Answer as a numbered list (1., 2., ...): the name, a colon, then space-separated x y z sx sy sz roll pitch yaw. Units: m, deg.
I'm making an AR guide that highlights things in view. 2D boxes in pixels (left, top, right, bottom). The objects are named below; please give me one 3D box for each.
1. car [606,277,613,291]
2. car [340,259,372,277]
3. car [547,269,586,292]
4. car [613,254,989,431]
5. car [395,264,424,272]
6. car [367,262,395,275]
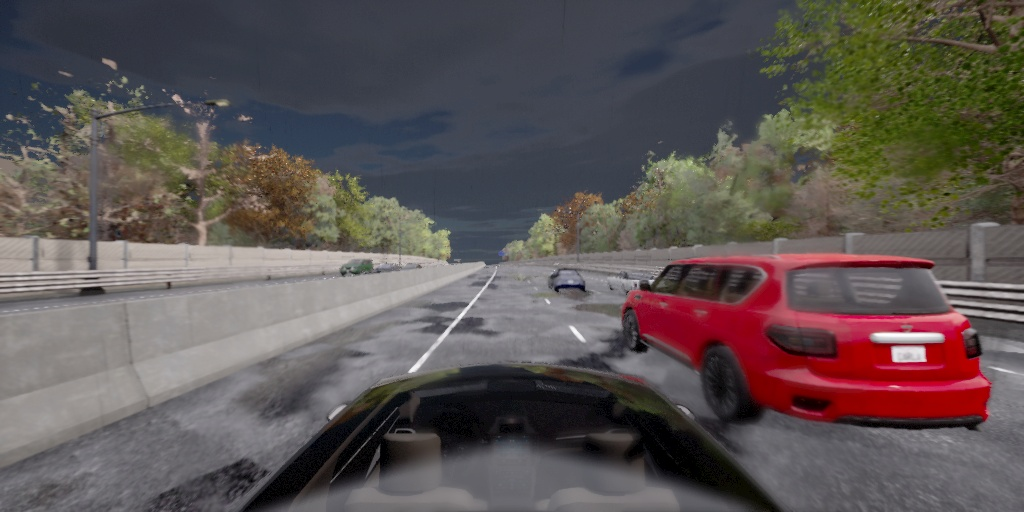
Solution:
1. car: 6.985 1.526 20.930 1.895 1.301 4.718 0 -1 -1
2. car: -18.046 1.353 42.107 2.150 2.045 5.566 0 -1 -1
3. car: 3.455 1.512 23.274 1.994 1.385 4.181 0 -1 -1
4. car: 3.589 1.009 5.931 2.150 2.045 5.566 0 -1 0
5. car: -11.009 1.609 39.661 1.837 1.490 4.892 0 -1 -1
6. car: -14.540 1.673 41.761 2.033 1.411 5.357 0 -1 -1
